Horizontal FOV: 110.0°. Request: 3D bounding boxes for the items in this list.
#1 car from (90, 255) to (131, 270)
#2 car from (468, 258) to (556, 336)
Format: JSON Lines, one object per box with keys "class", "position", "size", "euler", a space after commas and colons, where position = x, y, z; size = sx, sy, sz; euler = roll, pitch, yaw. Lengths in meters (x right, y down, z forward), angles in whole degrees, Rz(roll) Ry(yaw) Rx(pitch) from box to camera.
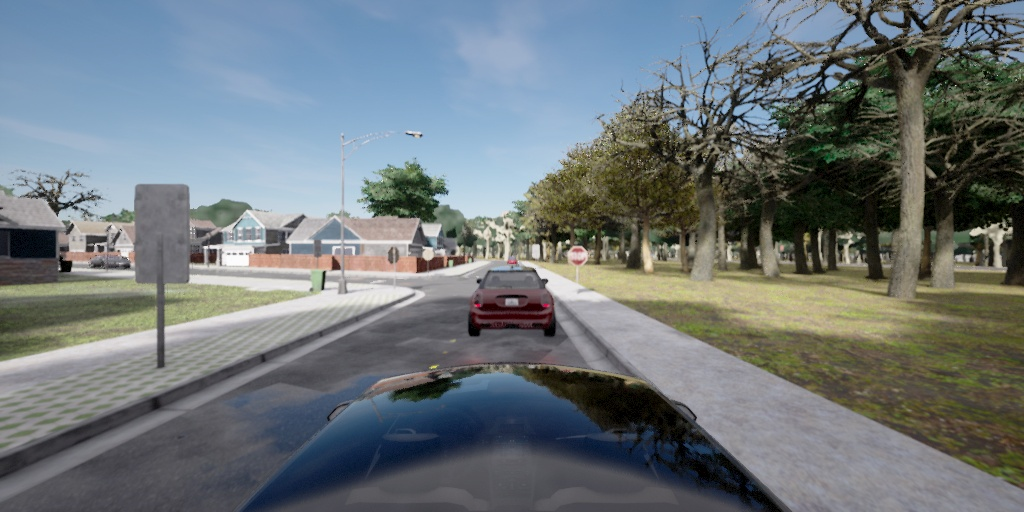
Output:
{"class": "car", "position": [-41.957, 0.649, 37.436], "size": [4.902, 1.511, 2.128], "euler": [1, 0, 24]}
{"class": "car", "position": [0.012, 1.050, 10.311], "size": [2.097, 1.767, 4.553], "euler": [0, 0, 0]}
